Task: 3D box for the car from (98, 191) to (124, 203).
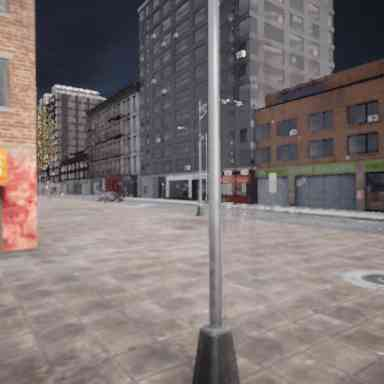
[{"bbox_3d":[-10.053,0.625,41.197,1.994,1.385,4.181,-1,1,-35],"label":"car"}]
